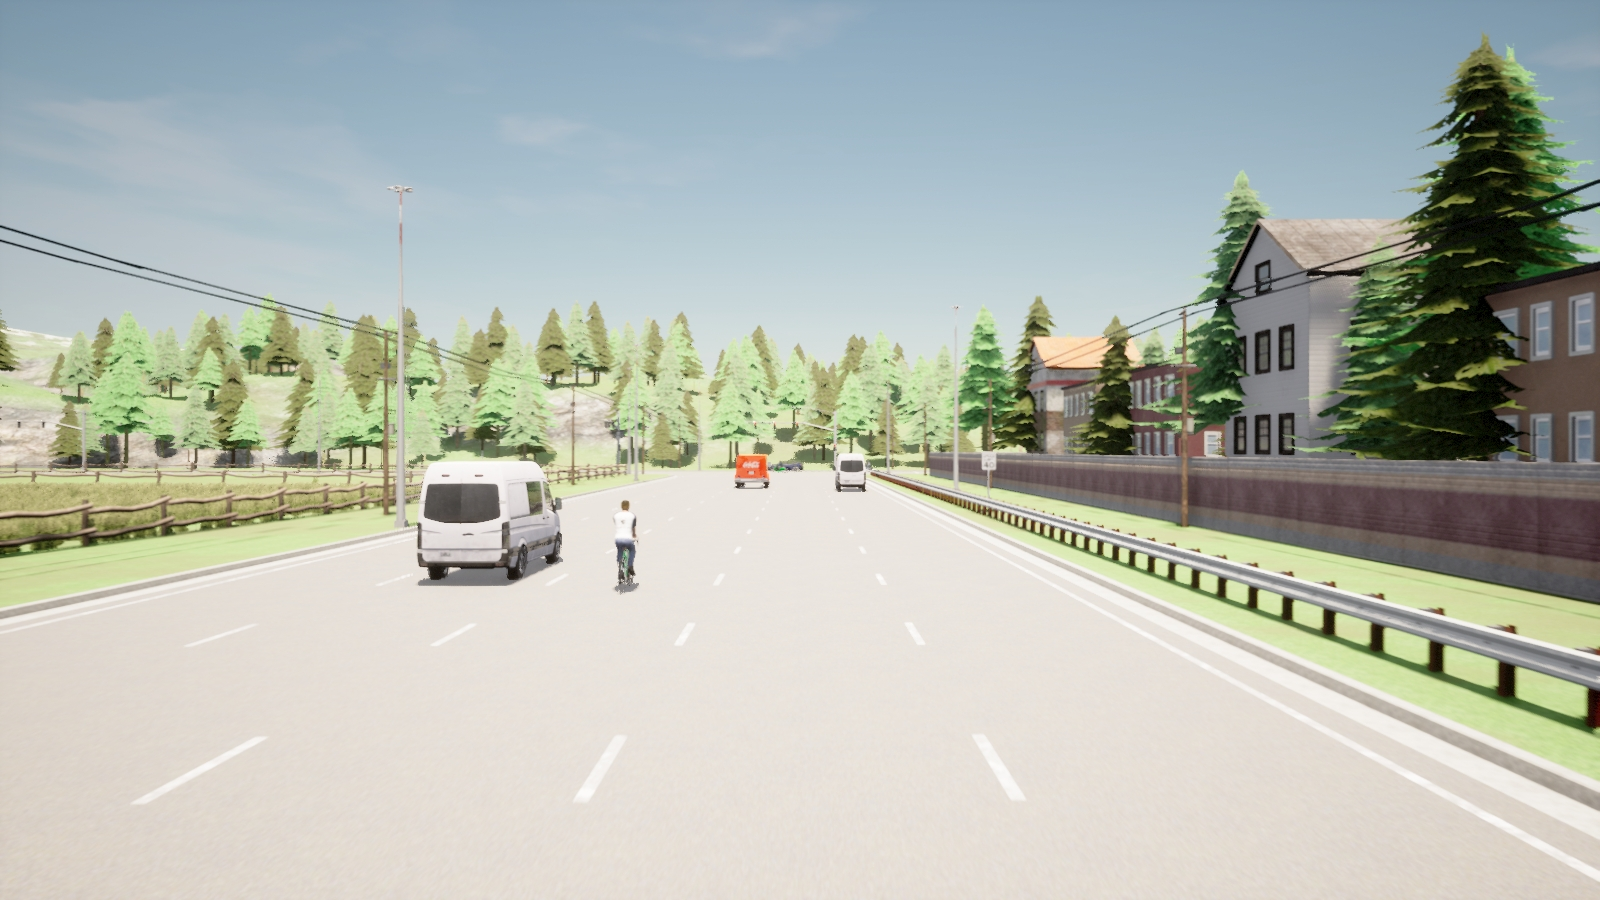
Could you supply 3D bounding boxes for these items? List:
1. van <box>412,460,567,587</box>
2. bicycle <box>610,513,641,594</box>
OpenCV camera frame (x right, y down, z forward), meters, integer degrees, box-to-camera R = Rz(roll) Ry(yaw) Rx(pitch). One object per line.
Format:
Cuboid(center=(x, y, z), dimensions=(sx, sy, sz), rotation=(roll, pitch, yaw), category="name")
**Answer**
Cuboid(center=(-6.995, 1.534, 26.497), dimensions=(1.988, 2.561, 5.915), rotation=(0, 0, 0), category="van")
Cuboid(center=(-3.498, 2.056, 22.987), dimensions=(0.373, 1.496, 1.643), rotation=(0, 0, 0), category="bicycle")
